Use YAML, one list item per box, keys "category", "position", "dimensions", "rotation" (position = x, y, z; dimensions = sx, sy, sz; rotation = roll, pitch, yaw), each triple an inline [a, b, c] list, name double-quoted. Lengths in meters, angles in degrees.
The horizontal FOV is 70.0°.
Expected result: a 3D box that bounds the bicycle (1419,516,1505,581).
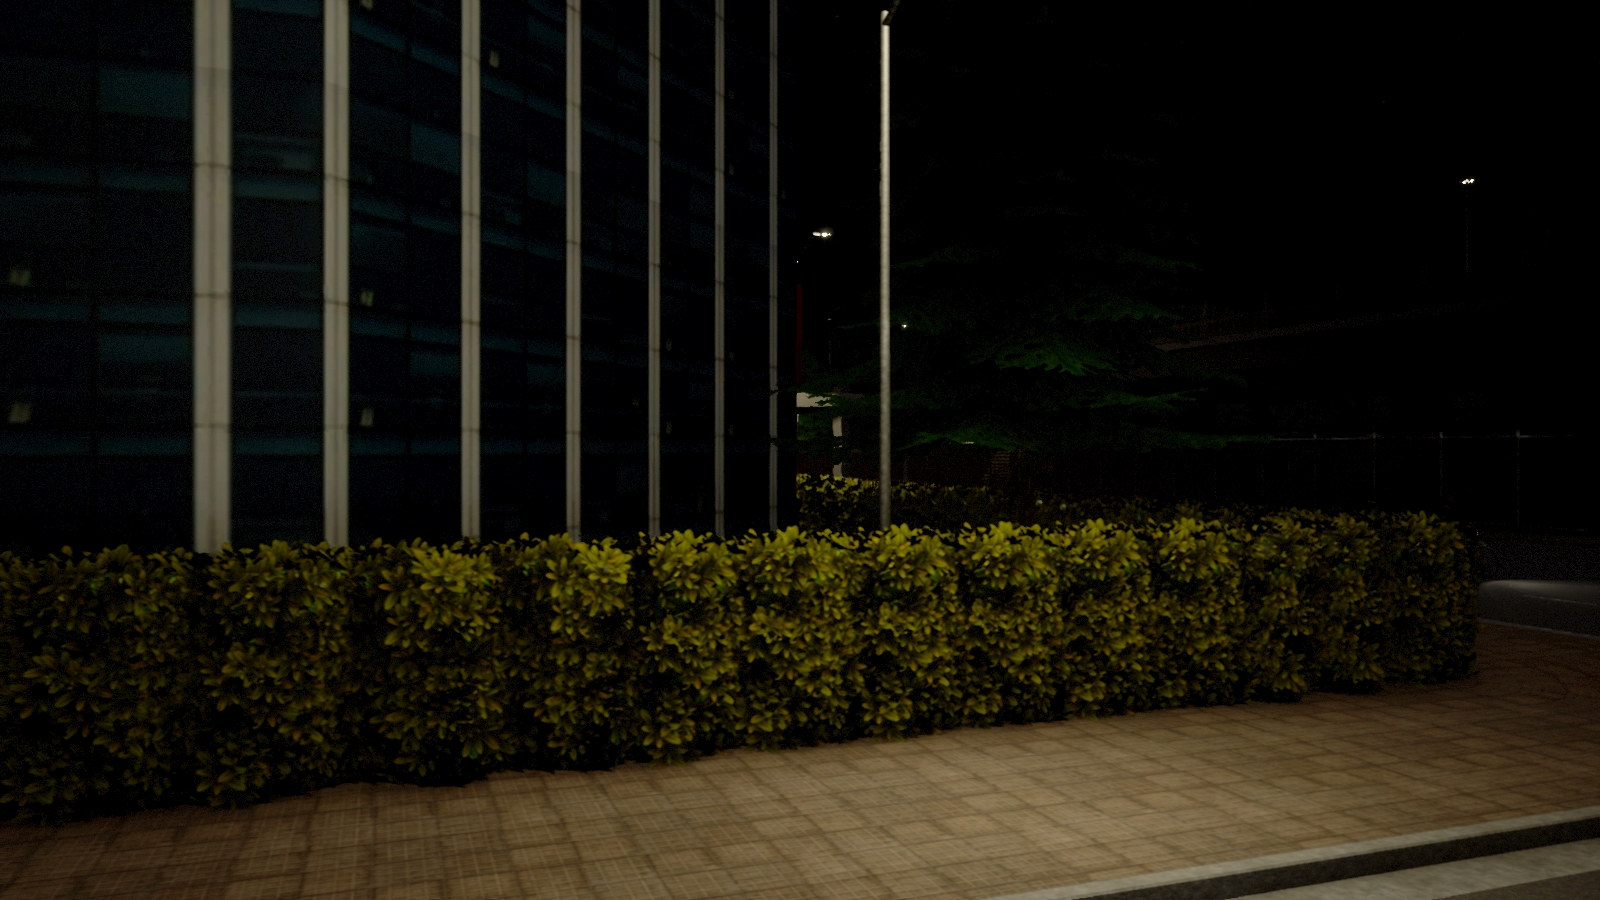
- category: "bicycle"
  position: [14.412, 2.118, 24.910]
  dimensions: [0.329, 1.271, 1.835]
  rotation: [0, 0, -20]
